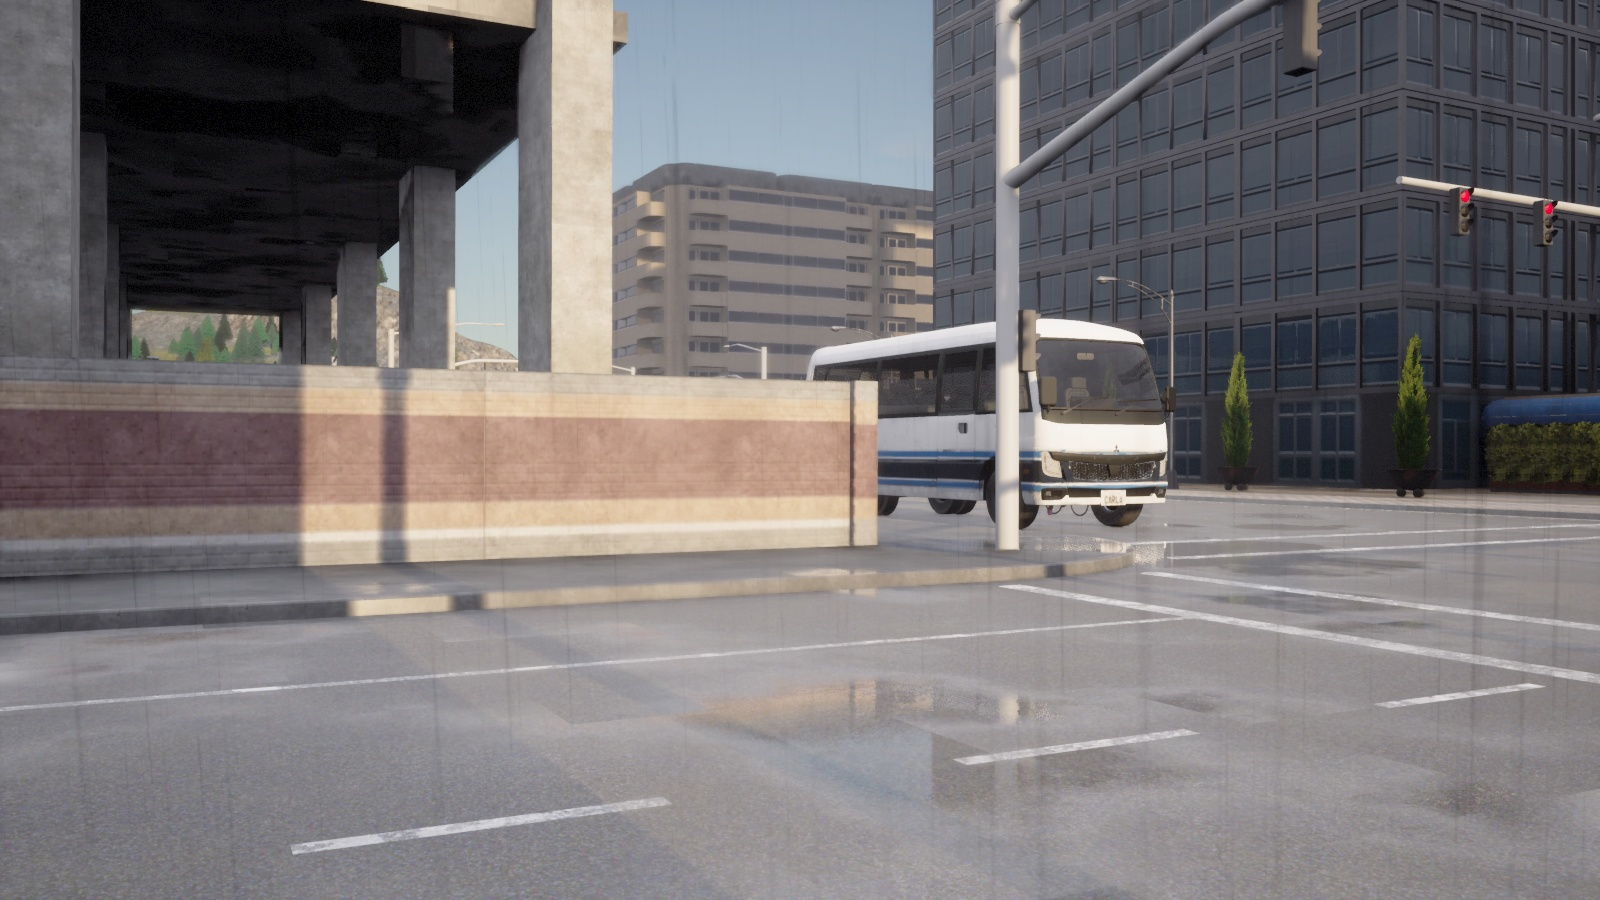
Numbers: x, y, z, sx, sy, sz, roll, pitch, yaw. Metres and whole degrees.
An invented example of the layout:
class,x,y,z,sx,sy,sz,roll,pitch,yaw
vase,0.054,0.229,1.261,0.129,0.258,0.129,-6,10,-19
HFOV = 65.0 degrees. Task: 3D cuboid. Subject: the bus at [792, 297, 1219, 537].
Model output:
class,x,y,z,sx,sy,sz,roll,pitch,yaw
bus,3.924,-0.572,27.768,3.944,4.253,10.273,0,0,-27
